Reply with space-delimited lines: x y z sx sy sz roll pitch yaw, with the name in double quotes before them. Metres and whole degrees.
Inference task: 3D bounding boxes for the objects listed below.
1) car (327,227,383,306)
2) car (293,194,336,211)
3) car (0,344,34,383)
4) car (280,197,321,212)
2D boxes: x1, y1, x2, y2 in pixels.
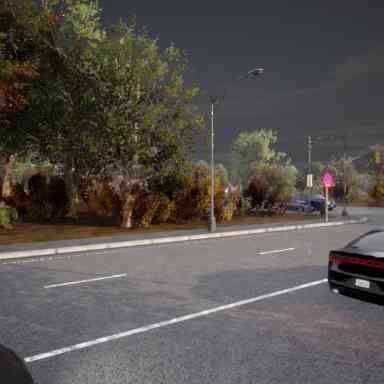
"car" 5.051 1.478 7.370 5.008 1.535 1.882 0 0 -36
"car" 14.746 1.221 40.685 2.150 2.045 5.566 0 0 -31
"car" -3.282 1.505 1.395 4.892 1.490 1.837 0 0 -36
"car" 12.144 1.564 38.215 1.994 1.385 4.181 0 0 -32
